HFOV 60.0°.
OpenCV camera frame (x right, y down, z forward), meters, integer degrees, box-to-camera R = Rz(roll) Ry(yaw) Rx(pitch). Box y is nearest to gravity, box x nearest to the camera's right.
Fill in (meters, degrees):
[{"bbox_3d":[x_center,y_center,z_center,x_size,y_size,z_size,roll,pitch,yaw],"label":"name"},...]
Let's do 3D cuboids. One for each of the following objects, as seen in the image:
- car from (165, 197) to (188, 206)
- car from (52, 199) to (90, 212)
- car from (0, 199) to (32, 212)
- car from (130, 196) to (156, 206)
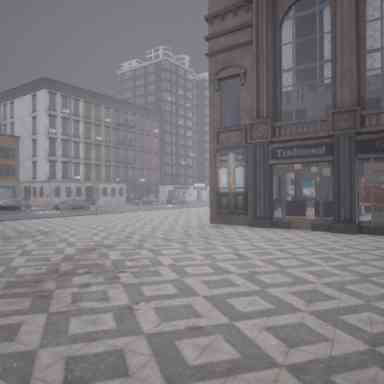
[{"bbox_3d":[-2.520,1.507,55.023,1.994,1.385,4.181,-1,0,36],"label":"car"},{"bbox_3d":[-14.108,1.548,38.931,1.994,1.385,4.181,-1,0,36],"label":"car"},{"bbox_3d":[-20.066,1.515,36.198,2.128,1.511,4.902,-1,0,36],"label":"car"},{"bbox_3d":[-7.795,1.486,53.291,1.837,1.490,4.892,-1,-1,36],"label":"car"}]
